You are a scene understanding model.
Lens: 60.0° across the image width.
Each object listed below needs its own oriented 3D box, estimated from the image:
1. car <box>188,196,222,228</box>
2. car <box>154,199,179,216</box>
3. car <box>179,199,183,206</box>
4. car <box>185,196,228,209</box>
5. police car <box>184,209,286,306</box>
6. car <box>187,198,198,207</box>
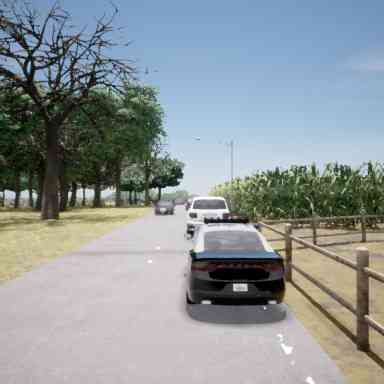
[{"bbox_3d":[0.847,1.314,24.219,2.150,2.045,5.566,0,0,0],"label":"car"},{"bbox_3d":[-2.817,1.648,34.706,2.128,1.511,4.902,0,0,0],"label":"car"},{"bbox_3d":[-2.685,2.068,68.167,1.812,1.442,4.674,0,-1,0],"label":"car"},{"bbox_3d":[0.842,1.280,18.217,2.150,2.045,5.566,0,0,0],"label":"car"},{"bbox_3d":[0.832,1.440,8.290,1.930,1.638,5.238,0,0,0],"label":"police car"},{"bbox_3d":[0.056,1.879,59.198,1.837,1.490,4.892,0,-1,0],"label":"car"}]
